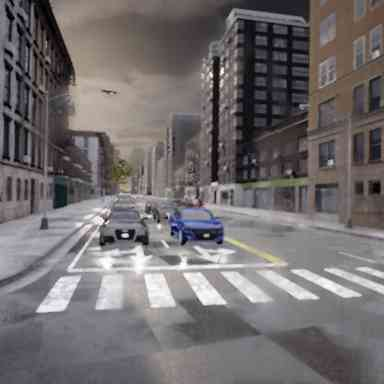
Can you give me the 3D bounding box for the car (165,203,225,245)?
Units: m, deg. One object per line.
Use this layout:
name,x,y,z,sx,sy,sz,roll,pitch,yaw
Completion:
car,0.098,1.504,15.972,1.882,1.535,5.008,1,0,-12

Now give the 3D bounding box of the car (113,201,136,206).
car,-4.783,1.580,23.603,1.895,1.301,4.718,1,0,-12

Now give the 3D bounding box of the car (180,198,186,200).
car,-2.545,1.625,45.839,1.837,1.490,4.892,1,0,-11

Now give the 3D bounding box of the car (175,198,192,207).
car,-1.487,1.730,56.621,2.033,1.411,5.357,1,0,-12

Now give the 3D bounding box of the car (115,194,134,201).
car,-6.780,1.343,33.431,2.097,1.767,4.553,1,0,-11

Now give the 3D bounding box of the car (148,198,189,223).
car,-1.961,1.532,26.026,2.128,1.511,4.902,1,0,-12

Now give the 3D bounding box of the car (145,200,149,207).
car,-4.009,1.557,36.089,1.837,1.490,4.892,1,0,-11

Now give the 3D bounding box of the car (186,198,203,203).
car,0.571,1.705,46.768,1.812,1.442,4.674,1,0,-11

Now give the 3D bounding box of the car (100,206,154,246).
car,-3.028,1.531,15.016,1.994,1.385,4.181,1,0,-12

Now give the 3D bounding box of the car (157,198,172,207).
car,-4.677,1.724,55.999,1.895,1.301,4.718,1,0,-12
